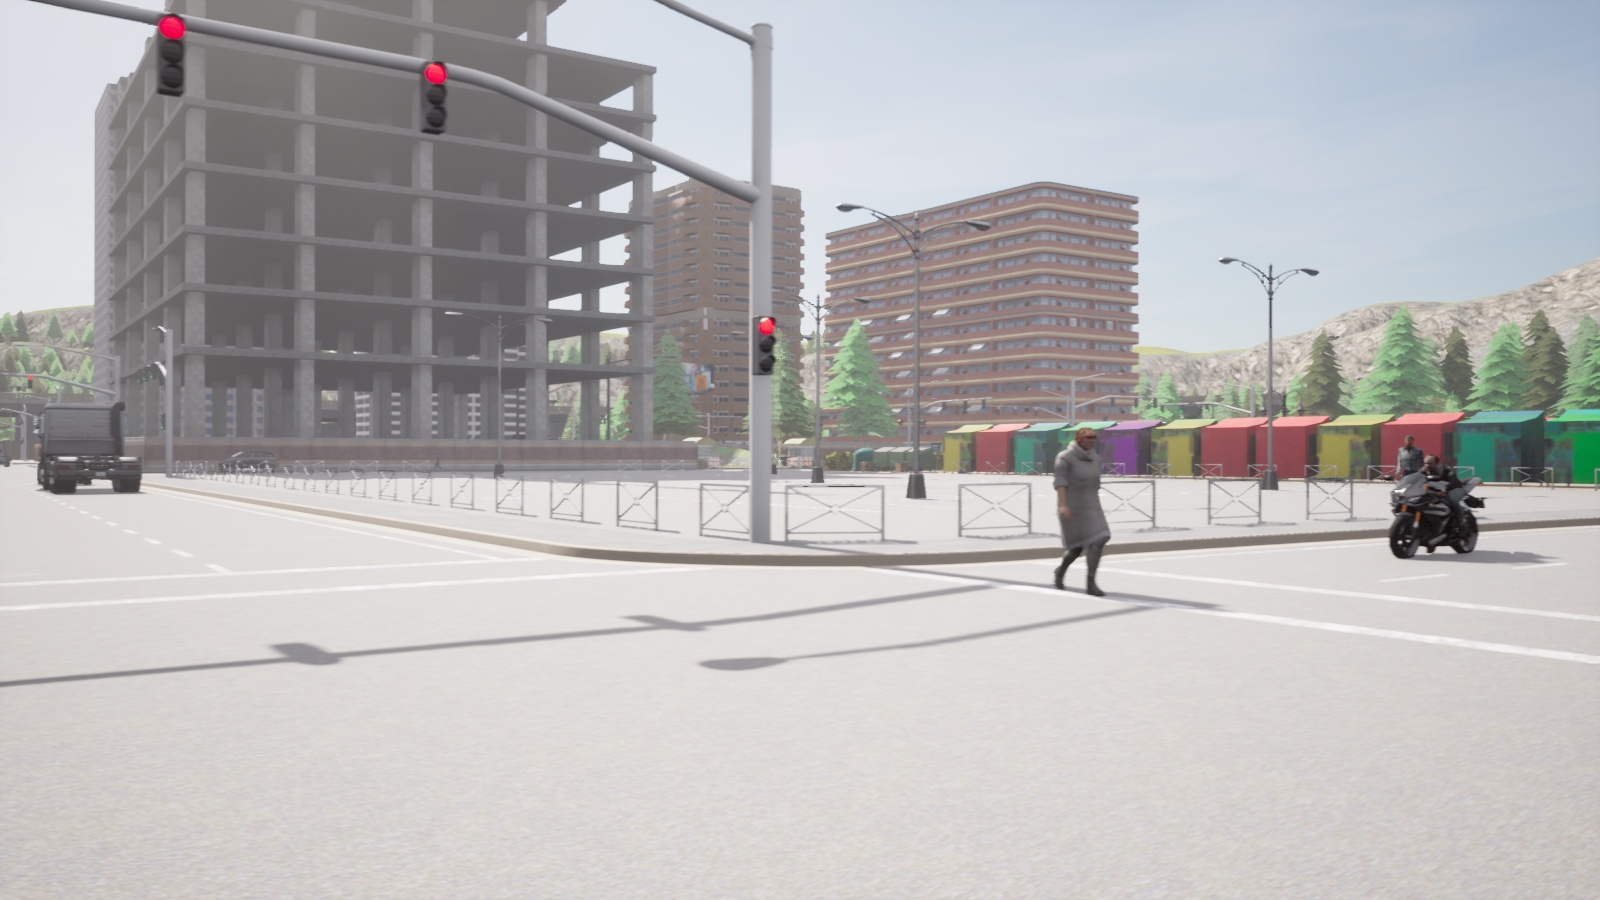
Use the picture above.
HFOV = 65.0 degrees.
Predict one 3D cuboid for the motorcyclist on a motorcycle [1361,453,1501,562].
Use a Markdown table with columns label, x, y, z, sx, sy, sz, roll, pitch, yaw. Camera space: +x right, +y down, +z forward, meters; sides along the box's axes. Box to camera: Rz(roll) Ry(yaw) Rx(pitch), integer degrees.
| label | x | y | z | sx | sy | sz | roll | pitch | yaw |
| --- | --- | --- | --- | --- | --- | --- | --- | --- | --- |
| motorcyclist on a motorcycle | 9.304 | 0.805 | 18.483 | 2.191 | 1.530 | 0.866 | 0 | 0 | -33 |

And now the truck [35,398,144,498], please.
| label | x | y | z | sx | sy | sz | roll | pitch | yaw |
| --- | --- | --- | --- | --- | --- | --- | --- | --- | --- |
| truck | -26.868 | -0.064 | 47.323 | 2.891 | 3.462 | 7.936 | 0 | 0 | -34 |

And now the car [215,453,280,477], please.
| label | x | y | z | sx | sy | sz | roll | pitch | yaw |
| --- | --- | --- | --- | --- | --- | --- | --- | --- | --- |
| car | -36.470 | 0.948 | 82.912 | 3.705 | 1.549 | 1.789 | 0 | 0 | -35 |

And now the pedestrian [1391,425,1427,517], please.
| label | x | y | z | sx | sy | sz | roll | pitch | yaw |
| --- | --- | --- | --- | --- | --- | --- | --- | --- | --- |
| pedestrian | 13.129 | 0.442 | 27.071 | 0.788 | 1.949 | 0.423 | 0 | 0 | -42 |

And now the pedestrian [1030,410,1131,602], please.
| label | x | y | z | sx | sy | sz | roll | pitch | yaw |
| --- | --- | --- | --- | --- | --- | --- | --- | --- | --- |
| pedestrian | 2.959 | 0.568 | 13.303 | 0.659 | 1.952 | 0.873 | 0 | 0 | -22 |
